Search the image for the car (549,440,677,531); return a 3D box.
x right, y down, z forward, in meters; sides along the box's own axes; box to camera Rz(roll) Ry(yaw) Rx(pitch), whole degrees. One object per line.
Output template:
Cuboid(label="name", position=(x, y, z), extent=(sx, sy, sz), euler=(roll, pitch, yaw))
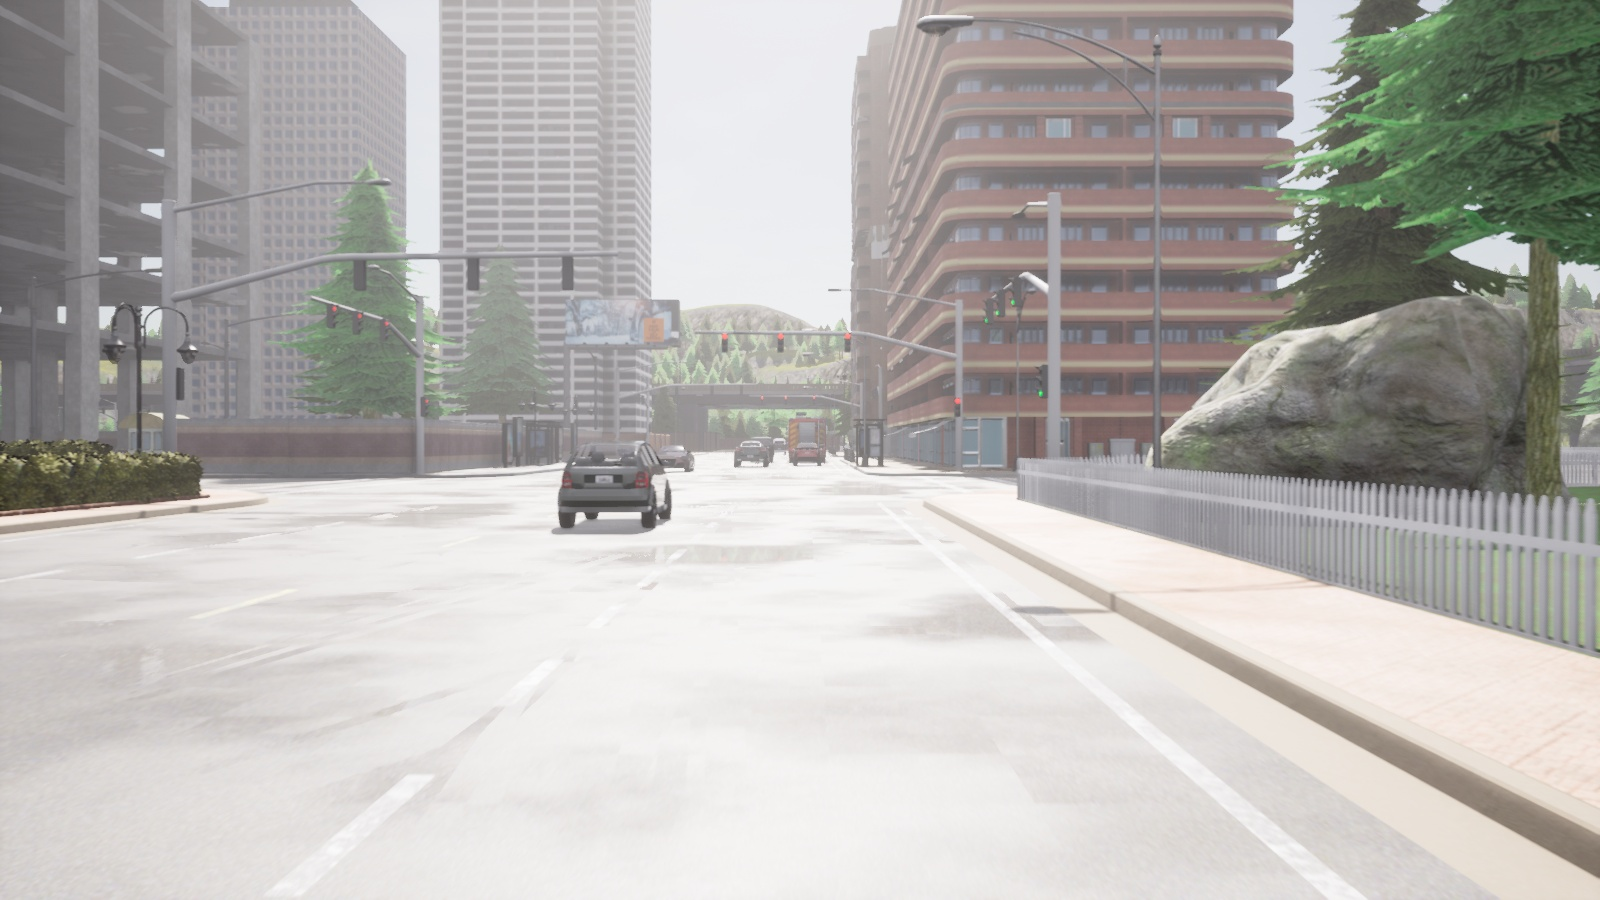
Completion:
Cuboid(label="car", position=(-3.354, 0.592, 23.133), extent=(1.789, 1.549, 3.705), euler=(0, 0, 0))

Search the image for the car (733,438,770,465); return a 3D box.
Cuboid(label="car", position=(-3.039, 0.074, 79.667), extent=(2.152, 1.651, 5.027), euler=(0, 0, 0))

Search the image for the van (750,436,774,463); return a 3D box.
Cuboid(label="van", position=(-2.938, -0.054, 97.709), extent=(1.775, 1.987, 4.442), euler=(0, 0, 0))

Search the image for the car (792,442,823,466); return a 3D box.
Cuboid(label="car", position=(0.480, 0.225, 83.090), extent=(2.007, 1.525, 4.514), euler=(0, 0, 0))

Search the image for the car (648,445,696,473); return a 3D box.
Cuboid(label="car", position=(-6.613, 0.437, 65.273), extent=(1.994, 1.385, 4.181), euler=(0, 0, 1))

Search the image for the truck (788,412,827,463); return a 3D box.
Cuboid(label="truck", position=(0.565, -0.971, 98.097), extent=(2.891, 3.827, 8.468), euler=(0, 0, 0))
